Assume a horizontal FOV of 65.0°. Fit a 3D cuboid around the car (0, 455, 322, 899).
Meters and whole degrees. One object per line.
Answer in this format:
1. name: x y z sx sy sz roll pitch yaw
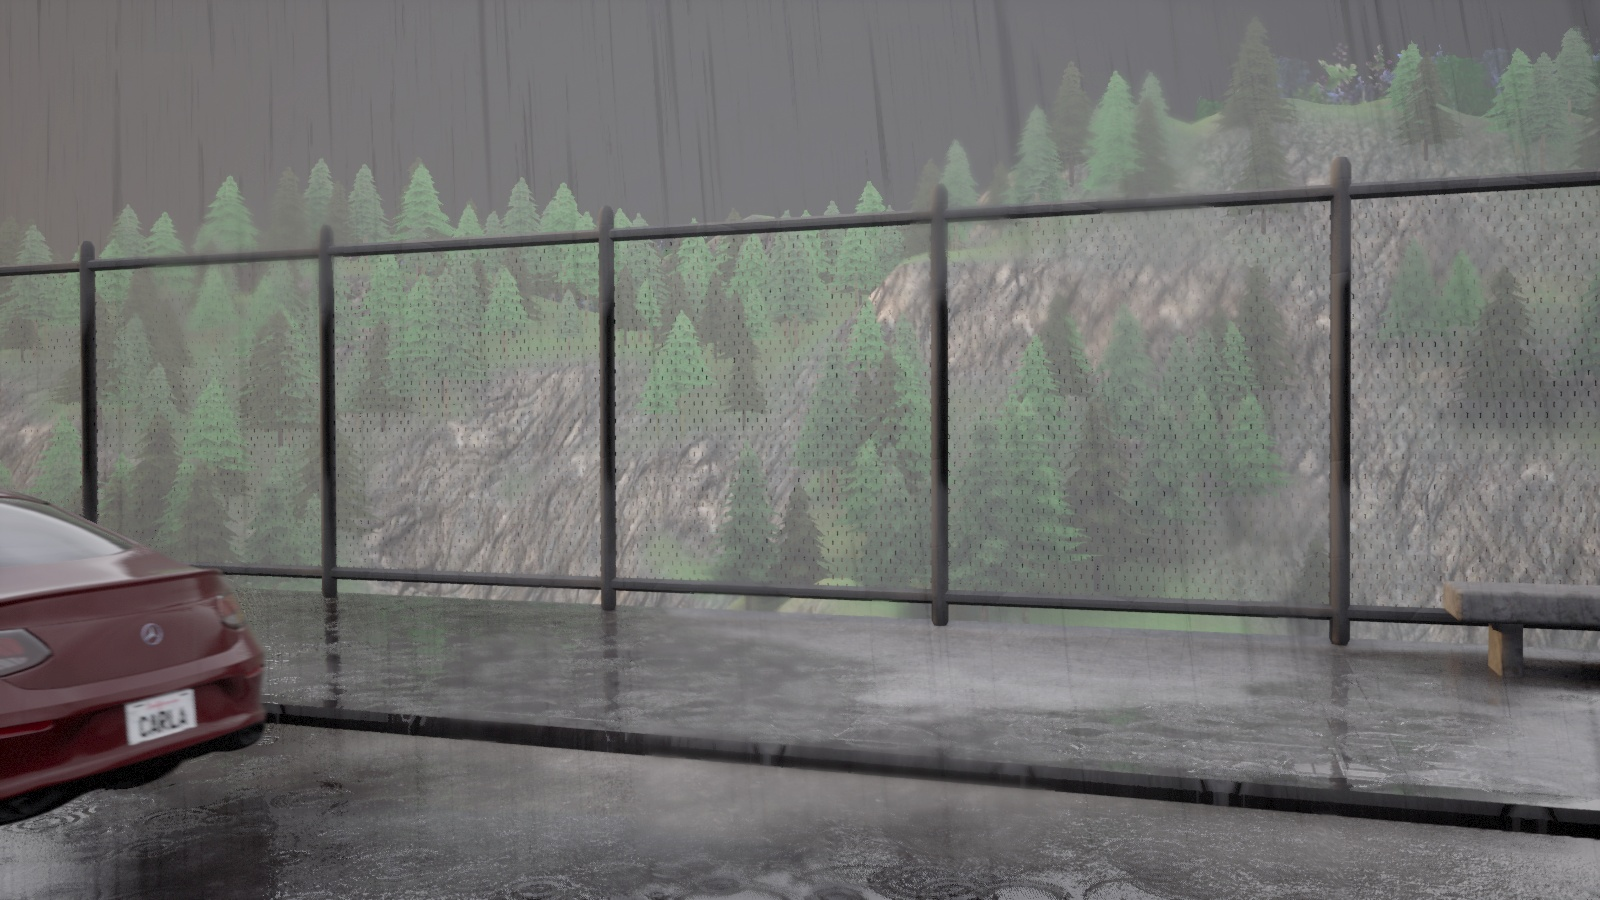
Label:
1. car: -4.549 0.751 5.251 4.674 1.442 1.812 1 1 19
